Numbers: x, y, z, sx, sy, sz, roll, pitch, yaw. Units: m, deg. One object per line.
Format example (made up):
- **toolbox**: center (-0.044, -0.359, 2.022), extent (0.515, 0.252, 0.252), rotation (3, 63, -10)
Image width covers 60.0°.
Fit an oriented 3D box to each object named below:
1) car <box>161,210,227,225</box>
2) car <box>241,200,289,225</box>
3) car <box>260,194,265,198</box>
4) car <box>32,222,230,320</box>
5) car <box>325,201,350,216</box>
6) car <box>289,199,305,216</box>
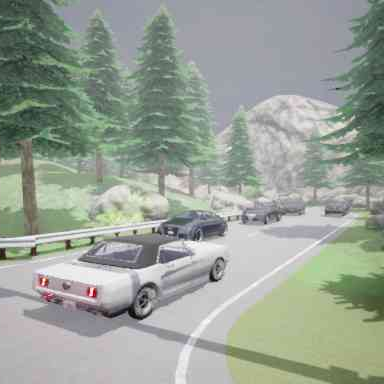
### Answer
- **car**: center (0.101, 1.571, 16.102), extent (1.994, 1.385, 4.181), rotation (0, 0, 31)
- **car**: center (5.240, 1.504, 24.617), extent (2.128, 1.511, 4.902), rotation (0, 0, 31)
- **car**: center (9.823, 1.309, 56.856), extent (5.566, 2.045, 2.150), rotation (0, -2, 36)
- **car**: center (-0.893, 1.624, 7.476), extent (1.895, 1.301, 4.718), rotation (0, 0, 31)
- **car**: center (14.317, 1.606, 32.721), extent (2.033, 1.411, 5.357), rotation (0, 0, 30)
- **car**: center (10.295, 1.522, 33.497), extent (1.837, 1.490, 4.892), rotation (0, 0, 24)
